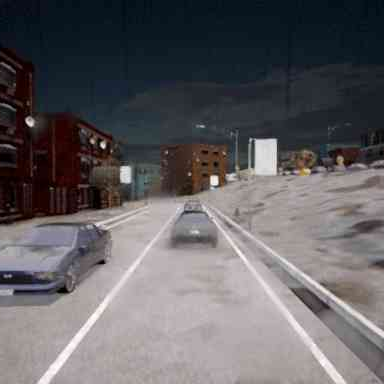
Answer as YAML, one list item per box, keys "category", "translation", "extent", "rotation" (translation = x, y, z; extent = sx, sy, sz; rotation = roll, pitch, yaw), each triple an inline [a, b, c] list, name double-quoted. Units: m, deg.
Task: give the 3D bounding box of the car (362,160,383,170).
- category: "car"
  translation: [25.044, -3.366, 43.143]
  extent: [2.231, 1.521, 4.892]
  rotation: [0, 1, -9]

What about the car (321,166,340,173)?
- category: "car"
  translation: [23.538, -3.538, 53.978]
  extent: [2.163, 1.488, 4.792]
  rotation: [0, 1, -6]

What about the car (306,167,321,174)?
- category: "car"
  translation: [22.918, -3.798, 59.668]
  extent: [2.185, 1.767, 4.553]
  rotation: [0, 1, -5]

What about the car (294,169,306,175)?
- category: "car"
  translation: [22.450, -3.773, 65.174]
  extent: [2.097, 1.535, 5.008]
  rotation: [0, 1, -4]

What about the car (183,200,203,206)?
- category: "car"
  translation: [0.103, 1.538, 33.032]
  extent: [2.033, 1.411, 5.357]
  rotation: [0, 0, 0]

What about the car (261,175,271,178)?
- category: "car"
  translation: [21.500, -4.306, 92.707]
  extent: [2.185, 1.767, 4.553]
  rotation: [0, 1, -1]

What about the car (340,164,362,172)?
- category: "car"
  translation: [24.239, -3.427, 48.504]
  extent: [2.002, 1.452, 4.674]
  rotation: [0, 1, -7]

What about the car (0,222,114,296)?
- category: "car"
  translation: [-3.555, 1.545, 9.046]
  extent: [2.033, 1.411, 5.357]
  rotation: [0, 0, 1]

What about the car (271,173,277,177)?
- category: "car"
  translation: [21.737, -4.050, 81.771]
  extent: [2.231, 1.521, 4.892]
  rotation: [0, 1, -1]

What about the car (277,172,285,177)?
- category: "car"
  translation: [21.865, -3.971, 76.253]
  extent: [2.231, 1.521, 4.892]
  rotation: [0, 1, -1]

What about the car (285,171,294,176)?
- category: "car"
  translation: [22.098, -3.835, 70.711]
  extent: [2.002, 1.452, 4.674]
  rotation: [0, 1, -2]

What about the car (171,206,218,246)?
- category: "car"
  translation: [0.101, 1.560, 15.174]
  extent: [1.994, 1.385, 4.181]
  rotation: [0, 0, 0]
